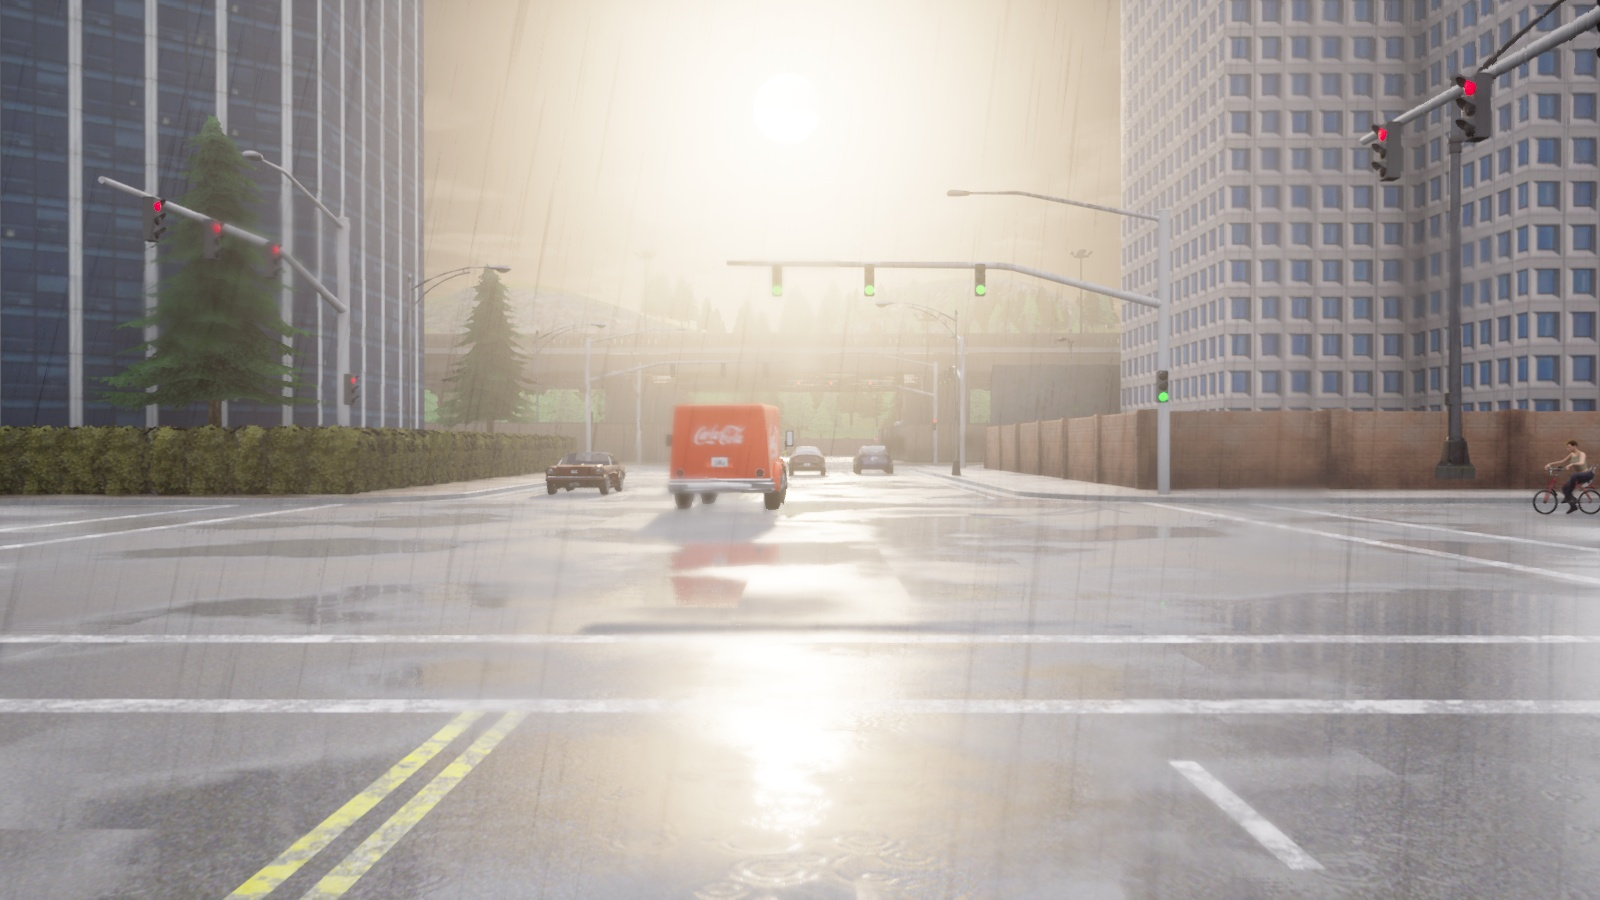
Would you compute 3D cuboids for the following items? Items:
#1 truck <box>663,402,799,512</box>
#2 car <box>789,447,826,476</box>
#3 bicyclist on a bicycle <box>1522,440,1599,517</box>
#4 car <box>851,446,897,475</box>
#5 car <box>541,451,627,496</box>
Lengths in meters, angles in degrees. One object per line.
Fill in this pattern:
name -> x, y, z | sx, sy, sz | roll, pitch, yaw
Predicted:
truck -> -1.573, 0.150, 30.973 | 2.627, 2.467, 5.204 | 0, 0, 5
car -> 0.367, 0.550, 63.764 | 1.812, 1.442, 4.674 | 0, 0, 0
bicyclist on a bicycle -> 16.394, 0.603, 26.783 | 1.509, 1.612, 0.866 | 0, 0, 0
car -> 3.884, 0.516, 66.853 | 2.163, 1.488, 4.792 | 0, 0, 0
car -> -6.765, 0.702, 39.877 | 1.895, 1.301, 4.718 | 0, 0, 0
